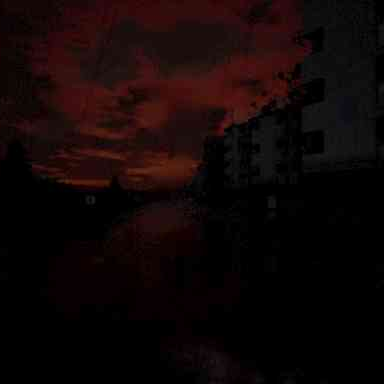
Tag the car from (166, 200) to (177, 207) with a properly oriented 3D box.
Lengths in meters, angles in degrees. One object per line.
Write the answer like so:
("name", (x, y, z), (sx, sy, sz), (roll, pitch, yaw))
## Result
("car", (-4.034, 2.322, 65.699), (1.895, 1.301, 4.718), (0, -1, 0))
